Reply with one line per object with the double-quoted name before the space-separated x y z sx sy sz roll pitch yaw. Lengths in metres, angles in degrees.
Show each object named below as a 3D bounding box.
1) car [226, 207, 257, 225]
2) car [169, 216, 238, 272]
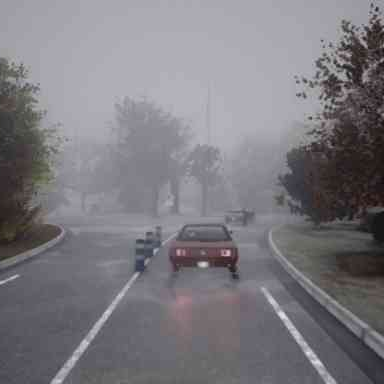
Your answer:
"car" 4.452 2.076 29.865 2.128 1.511 4.902 -1 -2 24
"car" 0.433 1.684 11.114 1.895 1.301 4.718 0 -1 3
